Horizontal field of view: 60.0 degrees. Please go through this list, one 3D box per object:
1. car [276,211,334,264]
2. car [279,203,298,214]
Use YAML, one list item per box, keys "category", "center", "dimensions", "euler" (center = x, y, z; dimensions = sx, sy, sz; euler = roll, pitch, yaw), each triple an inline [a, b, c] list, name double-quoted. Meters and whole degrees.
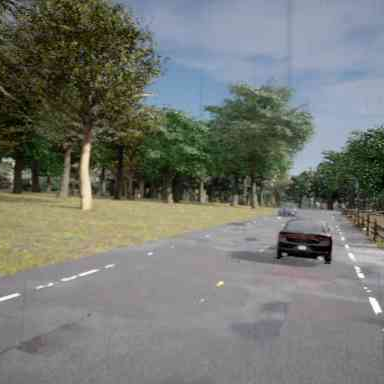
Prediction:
- category: "car"
  center: [4.636, 1.797, 13.496]
  dimensions: [1.882, 1.535, 5.008]
  euler: [2, -1, 22]
- category: "car"
  center: [12.306, 2.257, 42.237]
  dimensions: [2.097, 1.767, 4.553]
  euler: [2, -1, 22]
